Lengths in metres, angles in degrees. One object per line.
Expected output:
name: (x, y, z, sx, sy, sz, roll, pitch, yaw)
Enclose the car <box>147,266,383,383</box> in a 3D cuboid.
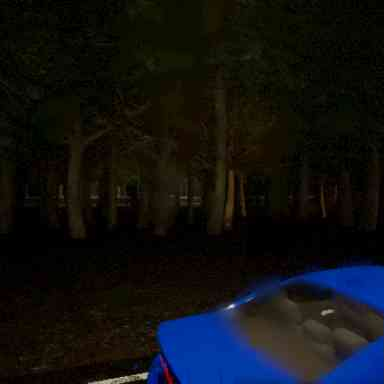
car: (2.118, 1.477, 3.013, 5.008, 1.535, 1.882, 0, 0, -19)
